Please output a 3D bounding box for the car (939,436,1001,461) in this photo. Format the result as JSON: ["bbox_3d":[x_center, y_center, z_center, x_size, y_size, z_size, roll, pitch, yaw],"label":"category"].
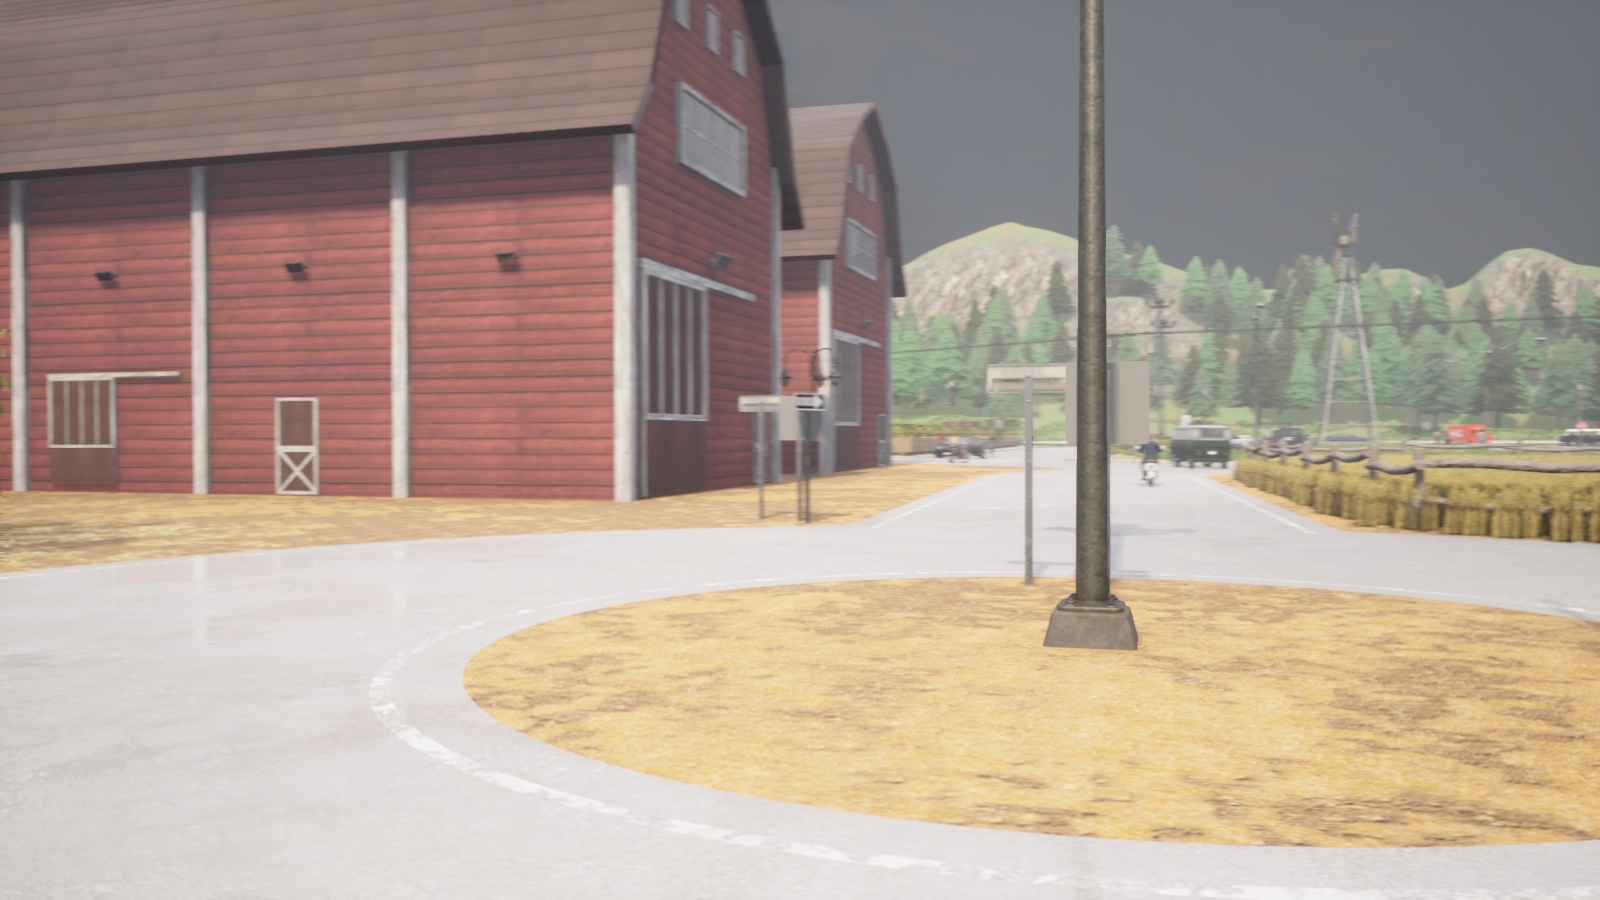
[{"bbox_3d":[10.830,-0.094,79.815,2.163,1.488,4.792,1,0,31],"label":"car"}]

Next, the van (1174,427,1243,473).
[{"bbox_3d":[18.590,-0.027,57.308,1.775,1.987,4.442,1,1,2],"label":"van"}]

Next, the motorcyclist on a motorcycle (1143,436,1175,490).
[{"bbox_3d":[10.838,0.382,37.967,0.866,1.590,1.817,0,1,14],"label":"motorcyclist on a motorcycle"}]
